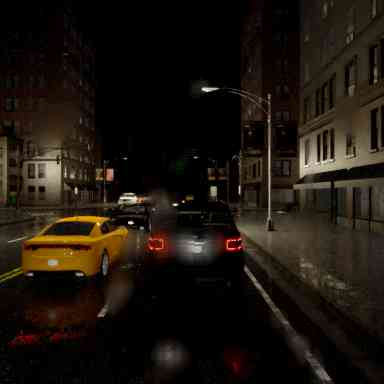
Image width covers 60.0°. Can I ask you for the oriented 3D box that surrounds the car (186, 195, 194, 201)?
[{"bbox_3d":[-0.451,1.457,81.034,1.882,1.535,5.008,0,0,0],"label":"car"}]

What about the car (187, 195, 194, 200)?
[{"bbox_3d":[-0.510,1.442,91.484,1.895,1.301,4.718,0,0,0],"label":"car"}]

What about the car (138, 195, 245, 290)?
[{"bbox_3d":[0.051,1.221,9.210,2.150,2.045,5.566,0,0,0],"label":"car"}]

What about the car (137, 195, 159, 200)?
[{"bbox_3d":[-6.885,1.541,52.337,2.033,1.411,5.357,0,0,-1],"label":"car"}]

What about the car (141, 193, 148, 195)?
[{"bbox_3d":[-10.155,1.342,62.299,2.097,1.767,4.553,0,0,0],"label":"car"}]

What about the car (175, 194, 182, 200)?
[{"bbox_3d":[-3.760,1.347,91.436,1.837,1.490,4.892,0,0,0],"label":"car"}]

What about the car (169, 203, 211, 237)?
[{"bbox_3d":[-0.102,1.491,19.180,2.128,1.511,4.902,0,0,0],"label":"car"}]

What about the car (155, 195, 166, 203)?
[{"bbox_3d":[-6.905,1.463,72.787,1.882,1.535,5.008,0,0,0],"label":"car"}]

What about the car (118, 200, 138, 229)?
[{"bbox_3d":[-3.259,1.477,20.169,1.882,1.535,5.008,0,0,0],"label":"car"}]

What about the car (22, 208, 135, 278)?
[{"bbox_3d":[-3.205,1.478,10.124,1.882,1.535,5.008,0,0,0],"label":"car"}]

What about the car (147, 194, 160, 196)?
[{"bbox_3d":[-6.906,1.537,62.411,2.033,1.411,5.357,0,0,0],"label":"car"}]

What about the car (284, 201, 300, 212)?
[{"bbox_3d":[12.569,1.600,37.742,4.181,1.385,1.994,0,0,0],"label":"car"}]

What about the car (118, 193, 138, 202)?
[{"bbox_3d":[-10.144,1.215,52.738,2.150,2.045,5.566,0,0,-1],"label":"car"}]
